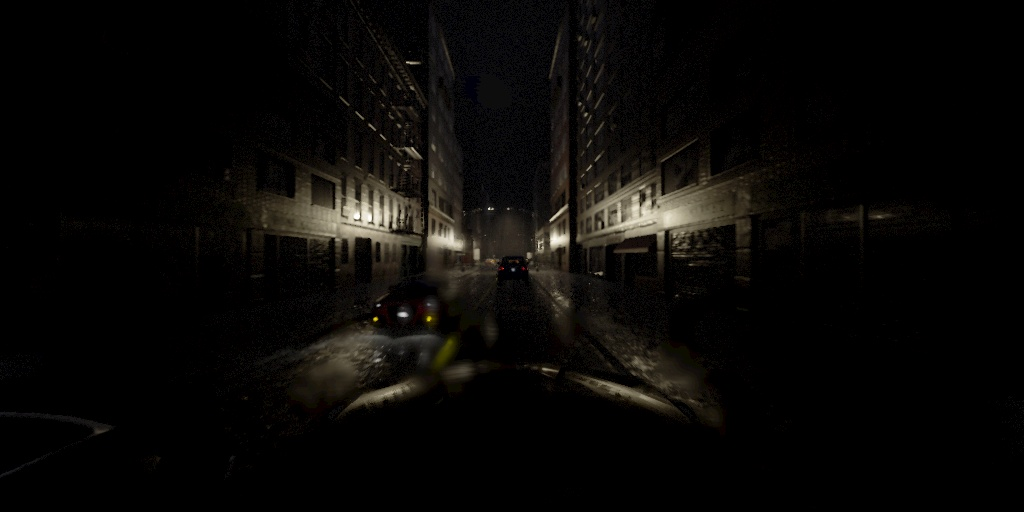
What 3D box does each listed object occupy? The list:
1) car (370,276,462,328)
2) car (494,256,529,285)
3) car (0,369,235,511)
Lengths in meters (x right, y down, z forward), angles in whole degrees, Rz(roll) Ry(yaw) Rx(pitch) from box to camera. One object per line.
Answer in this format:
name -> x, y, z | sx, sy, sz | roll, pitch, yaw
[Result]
car -> -2.779, 1.320, 11.224 | 1.994, 1.385, 4.181 | 0, 0, 1
car -> 0.097, 1.000, 26.338 | 2.150, 2.045, 5.566 | 0, 0, 0
car -> -2.845, 1.242, 0.423 | 2.128, 1.511, 4.902 | 0, 0, 0
